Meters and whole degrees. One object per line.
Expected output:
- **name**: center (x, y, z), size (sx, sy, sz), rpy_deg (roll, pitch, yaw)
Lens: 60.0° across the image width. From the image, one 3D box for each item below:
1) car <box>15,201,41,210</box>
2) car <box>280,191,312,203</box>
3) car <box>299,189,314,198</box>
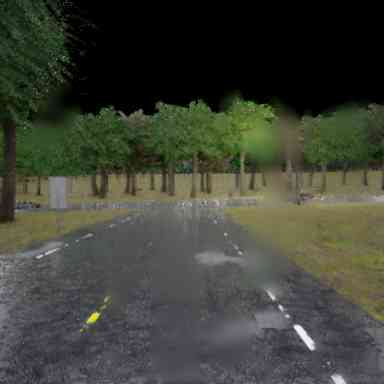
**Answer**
- **car**: center (-26.631, 2.195, 53.306), size (4.181, 1.385, 1.994), rpy_deg (-1, 3, 0)
- **car**: center (16.392, 1.029, 53.518), size (4.181, 1.385, 1.994), rpy_deg (-2, 3, 0)
- **car**: center (19.691, 0.317, 60.492), size (4.553, 1.767, 2.097), rpy_deg (-1, 3, 0)
